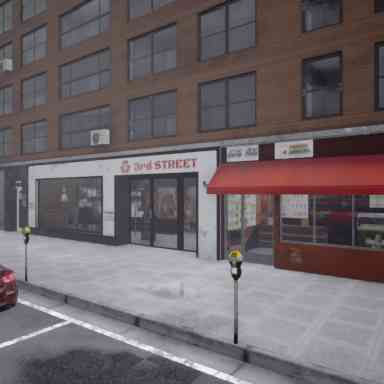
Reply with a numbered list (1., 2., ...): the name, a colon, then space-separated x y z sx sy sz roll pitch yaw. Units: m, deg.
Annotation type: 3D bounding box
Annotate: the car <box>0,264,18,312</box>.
1. car: -4.934 1.582 6.331 4.206 1.307 1.802 0 0 36
